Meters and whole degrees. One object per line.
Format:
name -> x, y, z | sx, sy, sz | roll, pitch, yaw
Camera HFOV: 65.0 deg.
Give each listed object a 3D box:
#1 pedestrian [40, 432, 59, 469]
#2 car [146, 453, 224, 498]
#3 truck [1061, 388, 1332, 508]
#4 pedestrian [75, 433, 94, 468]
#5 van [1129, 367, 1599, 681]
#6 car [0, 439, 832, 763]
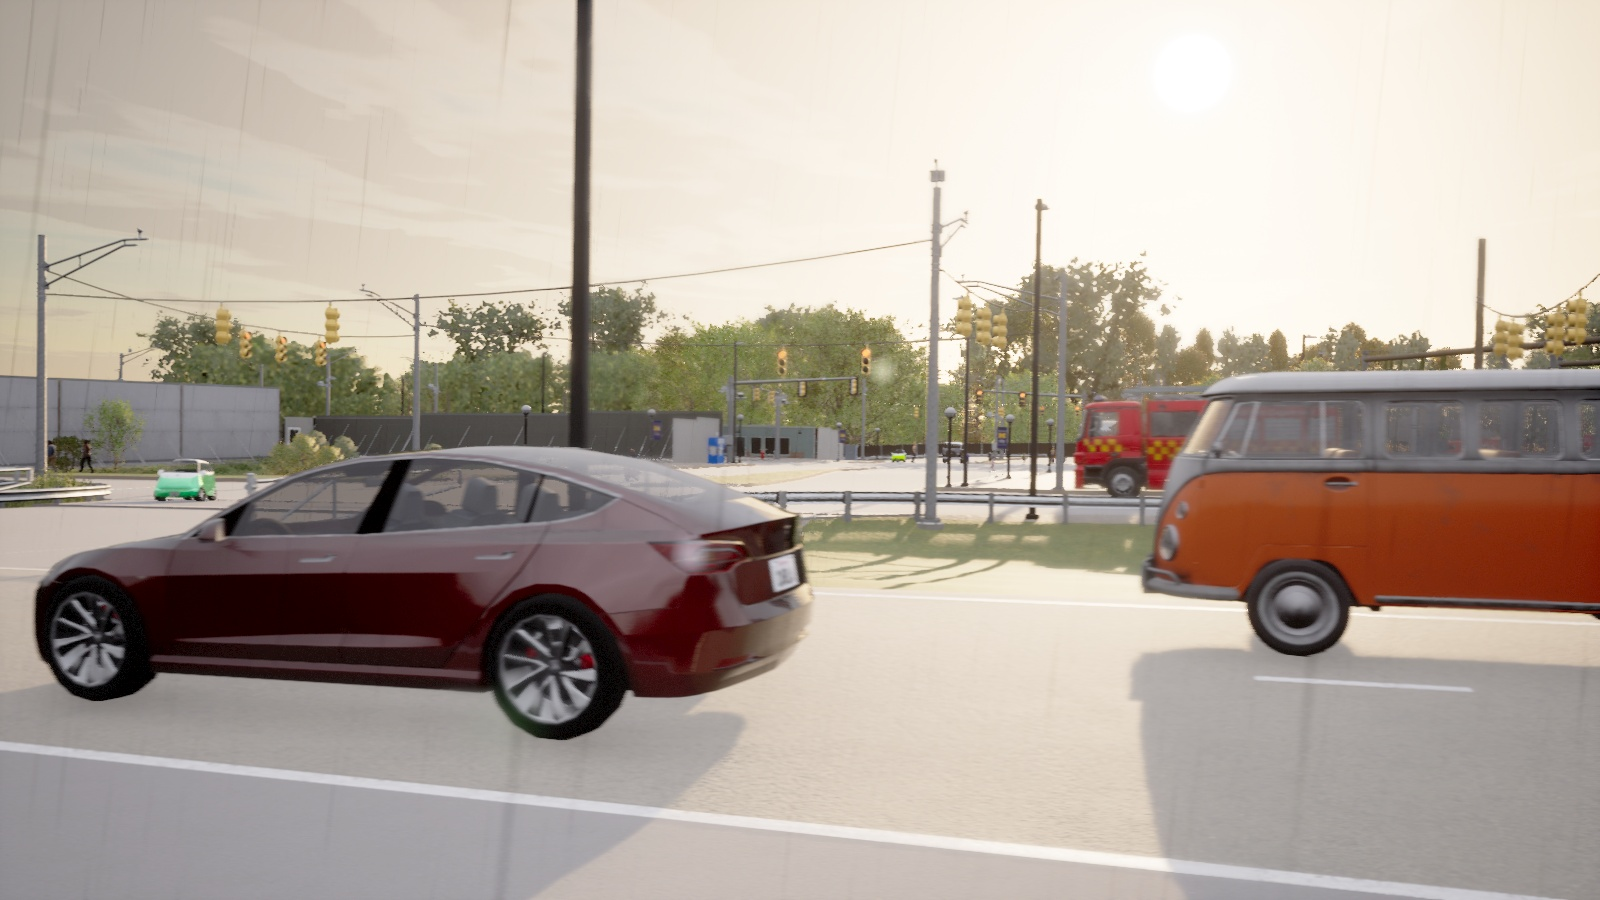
pedestrian -> -39.975, 0.018, 66.860 | 0.788, 1.949, 0.423 | 2, 1, 18
car -> -19.786, 0.821, 40.468 | 1.481, 1.376, 2.207 | 1, -1, -3
truck -> 13.340, -0.112, 42.666 | 8.468, 3.827, 2.891 | 0, 1, 18
pedestrian -> -37.336, 0.022, 65.546 | 0.869, 1.805, 0.328 | 2, 1, 17
van -> 4.713, 0.454, 8.987 | 4.442, 1.987, 1.775 | 1, 1, 19
car -> -2.418, 0.694, 7.688 | 4.792, 1.488, 2.163 | 1, 1, 19
